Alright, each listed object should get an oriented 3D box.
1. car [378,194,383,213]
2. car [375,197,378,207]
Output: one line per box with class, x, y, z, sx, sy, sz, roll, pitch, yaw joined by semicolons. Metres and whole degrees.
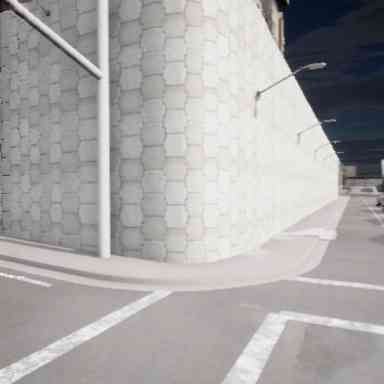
car;18.276;1.093;30.121;1.837;1.490;4.892;0;1;26
car;22.766;0.997;39.232;1.812;1.442;4.674;0;1;26
